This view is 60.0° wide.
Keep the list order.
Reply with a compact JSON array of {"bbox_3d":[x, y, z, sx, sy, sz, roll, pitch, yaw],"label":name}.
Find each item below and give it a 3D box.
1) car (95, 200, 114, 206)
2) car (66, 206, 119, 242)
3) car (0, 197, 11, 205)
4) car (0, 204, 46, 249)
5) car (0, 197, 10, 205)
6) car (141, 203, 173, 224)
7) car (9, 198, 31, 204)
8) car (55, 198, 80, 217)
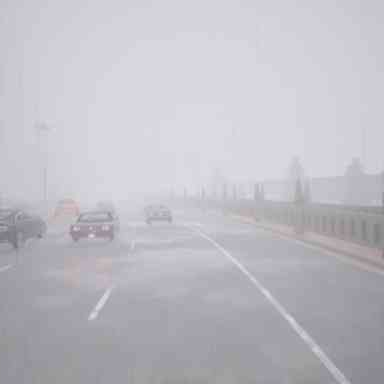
[{"bbox_3d":[-8.981,1.572,34.330,2.033,1.411,5.357,0,0,-18],"label":"car"},{"bbox_3d":[-4.679,1.612,16.626,1.895,1.301,4.718,0,0,-8],"label":"car"},{"bbox_3d":[-39.757,1.842,70.118,2.128,1.511,4.902,-1,-1,-19],"label":"car"},{"bbox_3d":[-7.958,1.526,14.612,2.128,1.511,4.902,0,0,-7],"label":"car"},{"bbox_3d":[-31.318,1.702,56.201,1.837,1.490,4.892,0,0,-18],"label":"car"},{"bbox_3d":[-2.680,1.535,24.836,2.033,1.411,5.357,0,0,-13],"label":"car"},{"bbox_3d":[-25.711,1.702,50.529,2.033,1.411,5.357,-1,0,-18],"label":"car"},{"bbox_3d":[-12.163,1.406,32.573,2.097,1.767,4.553,-1,0,-17],"label":"car"}]
